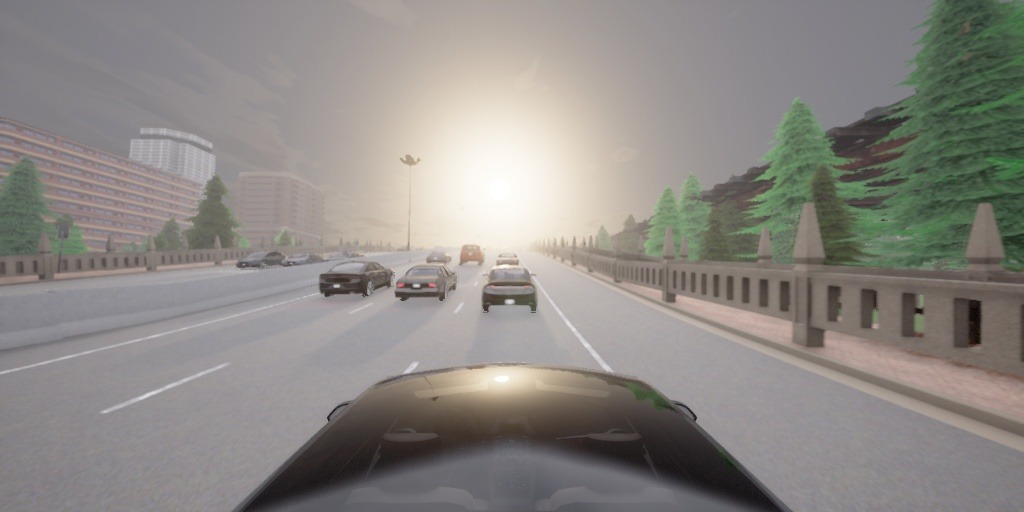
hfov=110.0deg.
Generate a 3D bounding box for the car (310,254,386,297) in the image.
[{"bbox_3d":[-7.137,0.937,16.981,1.882,1.535,5.008,0,3,-1],"label":"car"}]

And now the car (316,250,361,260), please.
[{"bbox_3d":[-14.557,0.290,31.392,2.128,1.511,4.902,0,3,-1],"label":"car"}]

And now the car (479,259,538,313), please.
[{"bbox_3d":[-0.092,1.099,13.439,2.128,1.511,4.902,0,2,-1],"label":"car"}]

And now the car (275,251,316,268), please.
[{"bbox_3d":[-18.054,0.369,31.233,1.994,1.385,4.181,0,3,-1],"label":"car"}]

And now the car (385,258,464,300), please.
[{"bbox_3d":[-3.622,1.053,15.963,2.033,1.411,5.357,0,3,-1],"label":"car"}]

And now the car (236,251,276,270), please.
[{"bbox_3d":[-21.553,0.312,31.165,1.837,1.490,4.892,0,3,-1],"label":"car"}]

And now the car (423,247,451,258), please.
[{"bbox_3d":[-7.449,0.118,36.757,1.994,1.385,4.181,0,3,-1],"label":"car"}]

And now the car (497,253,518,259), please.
[{"bbox_3d":[-0.377,0.375,31.941,1.895,1.301,4.718,0,3,-1],"label":"car"}]

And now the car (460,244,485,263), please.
[{"bbox_3d":[-3.937,-0.197,36.160,2.150,2.045,5.566,0,3,-1],"label":"car"}]
